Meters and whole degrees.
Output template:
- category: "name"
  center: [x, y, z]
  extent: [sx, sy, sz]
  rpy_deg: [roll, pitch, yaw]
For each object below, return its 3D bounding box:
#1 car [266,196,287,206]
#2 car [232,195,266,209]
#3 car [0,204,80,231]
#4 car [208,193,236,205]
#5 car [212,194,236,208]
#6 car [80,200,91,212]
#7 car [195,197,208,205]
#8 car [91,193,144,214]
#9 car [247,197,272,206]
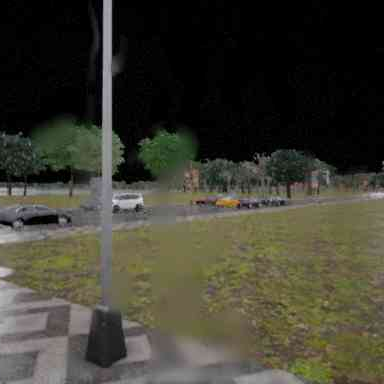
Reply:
- category: "car"
  center: [13.563, 1.346, 53.409]
  extent: [2.097, 1.767, 4.553]
  rpy_deg: [0, 0, 36]
- category: "car"
  center: [7.838, 1.499, 45.389]
  extent: [1.837, 1.490, 4.892]
  rpy_deg: [0, 0, 36]
- category: "car"
  center: [-9.937, 1.486, 20.830]
  extent: [2.128, 1.511, 4.902]
  rpy_deg: [0, 0, 36]
- category: "car"
  center: [5.300, 1.161, 53.065]
  extent: [2.150, 2.045, 5.566]
  rpy_deg: [0, 0, 36]
- category: "car"
  center: [5.363, 1.452, 47.511]
  extent: [1.882, 1.535, 5.008]
  rpy_deg: [0, 0, 36]
- category: "car"
  center: [-10.362, 1.285, 37.075]
  extent: [2.097, 1.767, 4.553]
  rpy_deg: [0, 0, 36]
- category: "car"
  center: [2.541, 1.534, 54.803]
  extent: [1.895, 1.301, 4.718]
  rpy_deg: [0, 0, 36]
- category: "car"
  center: [-7.519, 1.175, 35.461]
  extent: [2.150, 2.045, 5.566]
  rpy_deg: [0, 0, 36]
- category: "car"
  center: [11.429, 1.521, 56.009]
  extent: [2.033, 1.411, 5.357]
  rpy_deg: [0, 0, 36]
